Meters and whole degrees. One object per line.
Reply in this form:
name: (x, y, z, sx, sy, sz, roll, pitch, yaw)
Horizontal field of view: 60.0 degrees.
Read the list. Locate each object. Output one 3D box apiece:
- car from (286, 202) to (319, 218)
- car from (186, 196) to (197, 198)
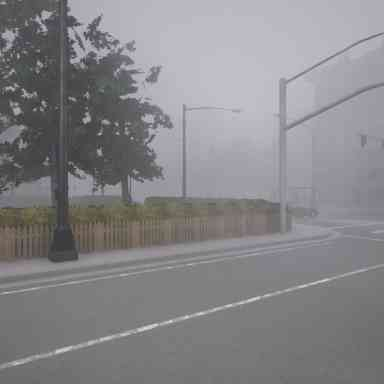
car: (8.953, 1.601, 29.941, 1.895, 1.301, 4.718, 0, 0, -35)
car: (-0.096, 1.352, 42.952, 2.097, 1.767, 4.553, 0, 0, -35)
